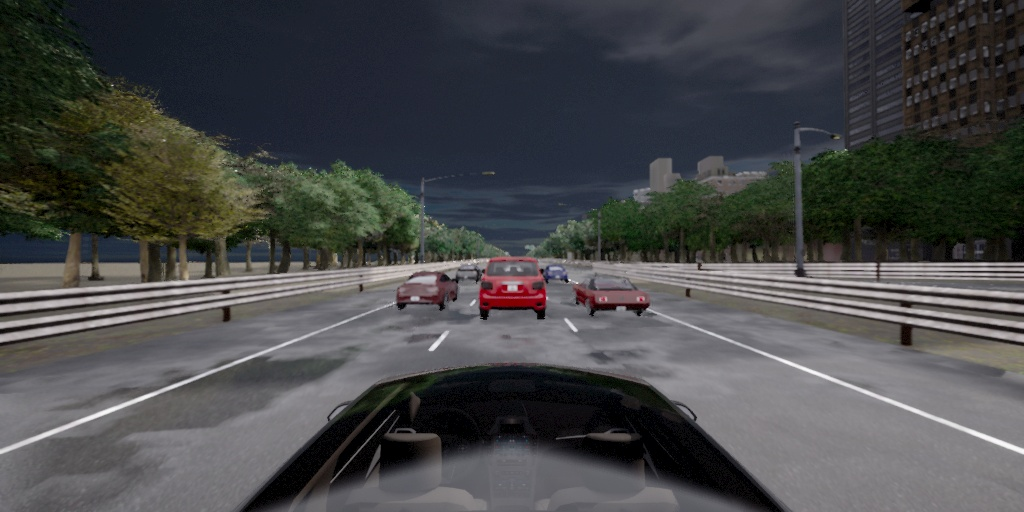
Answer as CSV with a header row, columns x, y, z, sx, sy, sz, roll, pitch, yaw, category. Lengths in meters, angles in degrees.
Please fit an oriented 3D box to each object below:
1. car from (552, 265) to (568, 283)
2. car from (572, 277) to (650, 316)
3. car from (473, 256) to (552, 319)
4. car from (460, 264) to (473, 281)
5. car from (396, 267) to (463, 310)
x,y,z,sx,sy,sz,roll,pitch,yaw,category
3.562,1.450,30.070,1.812,1.442,4.674,0,0,1,car
3.545,1.432,13.774,1.895,1.301,4.718,0,0,1,car
0.038,1.051,13.330,2.150,2.045,5.566,0,0,0,car
-3.444,1.415,29.379,2.128,1.511,4.902,0,0,1,car
-3.444,1.366,15.124,1.812,1.442,4.674,0,0,1,car
